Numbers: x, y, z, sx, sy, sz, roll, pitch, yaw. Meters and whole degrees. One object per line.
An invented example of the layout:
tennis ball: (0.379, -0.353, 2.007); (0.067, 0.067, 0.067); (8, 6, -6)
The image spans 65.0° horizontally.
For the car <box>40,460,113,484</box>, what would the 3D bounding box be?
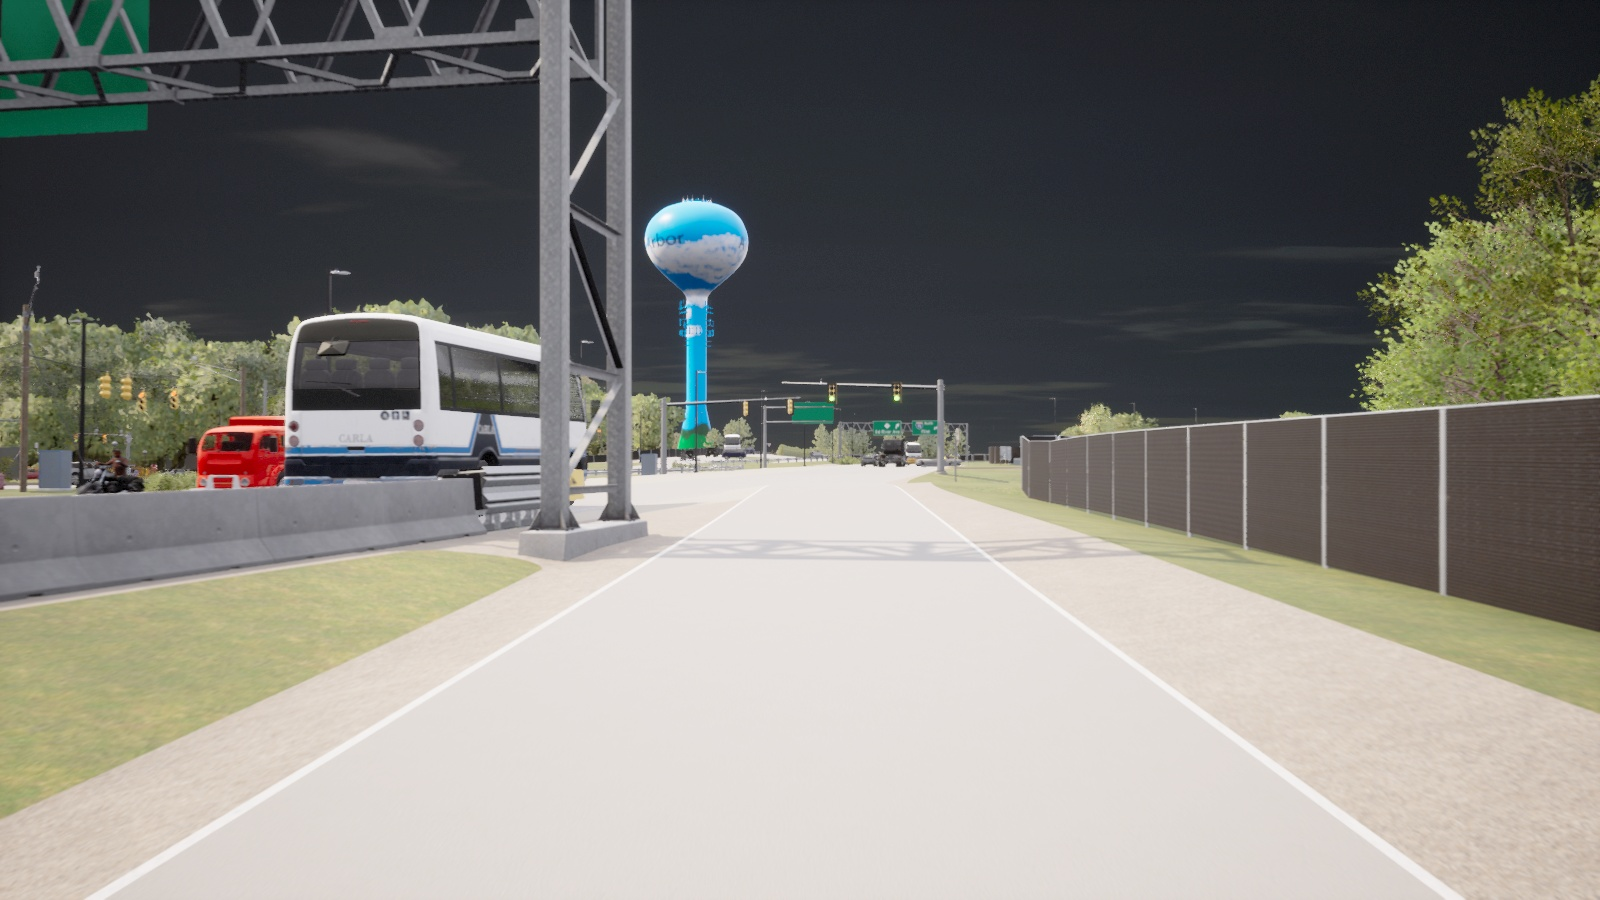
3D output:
car: (-46.042, 1.377, 80.002); (1.970, 1.475, 3.806); (0, -1, 13)

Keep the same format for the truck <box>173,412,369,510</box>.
truck: (-14.414, 0.291, 34.664); (2.627, 2.467, 5.204); (0, 0, 9)

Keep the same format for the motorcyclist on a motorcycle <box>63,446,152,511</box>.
motorcyclist on a motorcycle: (-18.207, 0.728, 33.087); (0.766, 1.649, 2.350); (0, 0, 9)

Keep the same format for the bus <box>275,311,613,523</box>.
bus: (-7.994, -0.632, 30.475); (3.944, 4.253, 10.273); (0, 0, 9)
